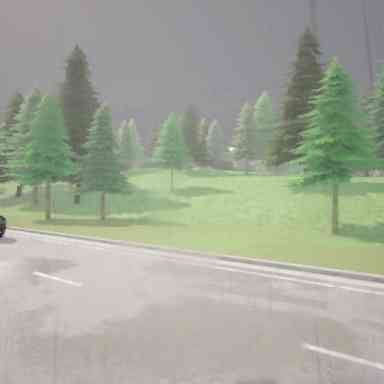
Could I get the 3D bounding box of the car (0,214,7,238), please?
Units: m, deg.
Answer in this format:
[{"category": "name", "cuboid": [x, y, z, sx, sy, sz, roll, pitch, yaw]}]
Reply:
[{"category": "car", "cuboid": [-10.710, 1.411, 15.926, 4.892, 1.490, 1.837, 0, 0, 35]}]
